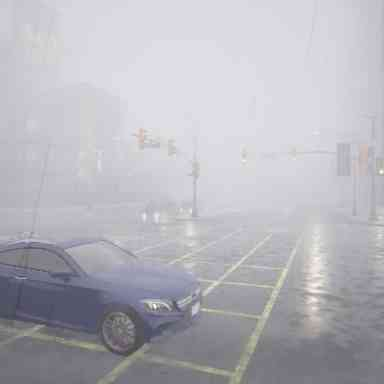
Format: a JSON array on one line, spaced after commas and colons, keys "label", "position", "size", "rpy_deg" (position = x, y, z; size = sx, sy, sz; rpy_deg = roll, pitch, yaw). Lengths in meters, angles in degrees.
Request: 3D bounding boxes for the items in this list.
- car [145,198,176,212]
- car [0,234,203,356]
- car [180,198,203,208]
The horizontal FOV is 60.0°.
[{"label": "car", "position": [-3.619, 1.478, 38.969], "size": [1.882, 1.535, 5.008], "rpy_deg": [0, 0, 23]}, {"label": "car", "position": [-2.126, 1.526, 5.922], "size": [4.674, 1.442, 1.812], "rpy_deg": [0, 0, 21]}, {"label": "car", "position": [-0.007, 1.601, 48.524], "size": [1.895, 1.301, 4.718], "rpy_deg": [0, 0, 21]}]
